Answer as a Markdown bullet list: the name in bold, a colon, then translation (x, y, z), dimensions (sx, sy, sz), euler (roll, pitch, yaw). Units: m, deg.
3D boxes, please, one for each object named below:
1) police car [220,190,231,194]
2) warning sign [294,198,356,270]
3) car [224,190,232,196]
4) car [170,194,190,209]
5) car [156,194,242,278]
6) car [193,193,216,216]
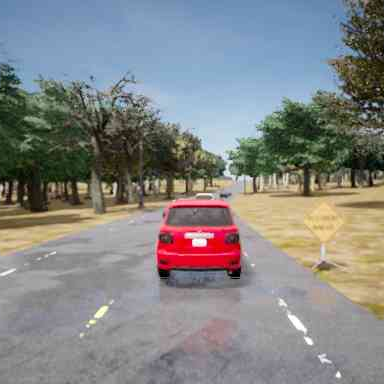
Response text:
- **police car**: translation (7.545, 0.612, 78.700), dimensions (1.930, 1.638, 5.238), euler (0, 1, 9)
- **warning sign**: translation (3.664, 1.112, 9.294), dimensions (1.300, 1.860, 1.060), euler (0, 0, 1)
- **car**: translation (10.369, 0.173, 94.448), dimensions (1.801, 1.575, 5.366), euler (0, 2, 11)
- **car**: translation (-1.531, 1.190, 43.685), dimensions (2.097, 1.767, 4.553), euler (0, 1, 5)
- **car**: translation (0.219, 1.221, 10.276), dimensions (2.150, 2.045, 5.566), euler (0, 0, 1)
- **car**: translation (1.352, 1.179, 33.697), dimensions (2.150, 2.045, 5.566), euler (0, 0, 4)
